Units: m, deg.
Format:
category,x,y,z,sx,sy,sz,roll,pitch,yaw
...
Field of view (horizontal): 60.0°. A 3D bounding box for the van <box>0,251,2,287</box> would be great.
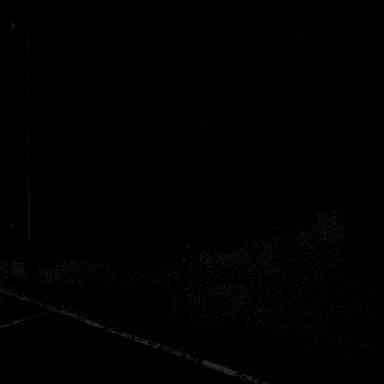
category,x,y,z,sx,sy,sz,roll,pitch,yaw
van,-5.778,1.339,7.194,3.998,1.788,1.690,0,0,35
